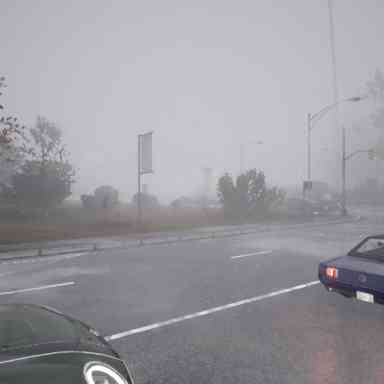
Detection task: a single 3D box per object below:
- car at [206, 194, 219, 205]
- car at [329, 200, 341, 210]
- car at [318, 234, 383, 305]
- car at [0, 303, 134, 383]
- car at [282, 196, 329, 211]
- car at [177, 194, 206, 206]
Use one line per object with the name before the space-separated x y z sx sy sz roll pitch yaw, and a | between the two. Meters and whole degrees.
car | 2.308 1.117 53.095 2.097 1.767 4.553 -1 0 -39
car | 14.419 1.247 37.937 2.128 1.511 4.902 -1 0 -39
car | 4.906 1.573 7.230 4.718 1.301 1.895 0 0 -35
car | -2.567 1.352 1.893 4.553 1.767 2.097 0 0 -36
car | 11.698 1.291 35.704 1.837 1.490 4.892 -1 0 -38
car | -0.568 1.300 51.089 1.837 1.490 4.892 -1 0 -39
